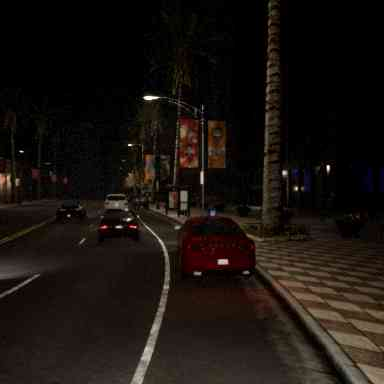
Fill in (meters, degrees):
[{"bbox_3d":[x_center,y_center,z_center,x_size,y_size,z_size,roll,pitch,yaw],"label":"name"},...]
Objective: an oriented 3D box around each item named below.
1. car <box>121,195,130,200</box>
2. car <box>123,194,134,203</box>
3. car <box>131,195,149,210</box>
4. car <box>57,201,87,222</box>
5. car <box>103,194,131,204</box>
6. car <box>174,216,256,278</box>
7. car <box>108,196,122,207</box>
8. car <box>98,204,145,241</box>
[{"bbox_3d":[-18.415,1.493,91.856,2.161,1.482,4.786,0,0,-14],"label":"car"},{"bbox_3d":[-13.508,1.339,70.480,2.185,1.767,4.553,0,0,-14],"label":"car"},{"bbox_3d":[-6.546,1.472,41.942,2.231,1.521,4.892,0,0,-14],"label":"car"},{"bbox_3d":[-9.437,1.484,26.313,2.128,1.511,4.902,0,0,-13],"label":"car"},{"bbox_3d":[-7.467,1.216,32.682,2.150,2.045,5.566,0,0,-14],"label":"car"},{"bbox_3d":[0.522,1.475,10.218,1.882,1.535,5.008,0,0,-5],"label":"car"},{"bbox_3d":[-12.488,1.478,53.680,2.128,1.511,4.902,0,0,-14],"label":"car"},{"bbox_3d":[-3.631,1.544,16.629,2.033,1.411,5.357,0,0,-11],"label":"car"}]
